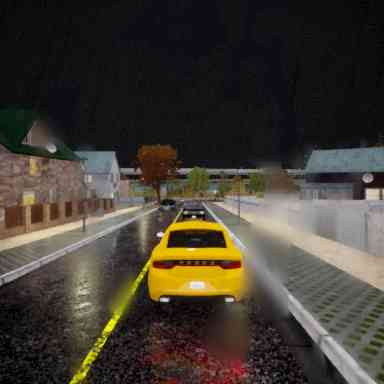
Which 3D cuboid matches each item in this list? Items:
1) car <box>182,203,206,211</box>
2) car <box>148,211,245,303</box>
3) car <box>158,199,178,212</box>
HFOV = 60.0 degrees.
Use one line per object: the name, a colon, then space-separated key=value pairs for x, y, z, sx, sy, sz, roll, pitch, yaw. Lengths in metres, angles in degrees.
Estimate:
car: x=0.153 y=1.596 z=27.407 sx=1.895 sy=1.301 sz=4.718 roll=0 pitch=0 yaw=0
car: x=0.099 y=1.473 z=8.270 sx=1.882 sy=1.535 sz=5.008 roll=0 pitch=0 yaw=0
car: x=-2.726 y=1.523 z=38.093 sx=1.812 sy=1.442 sz=4.674 roll=0 pitch=0 yaw=1
